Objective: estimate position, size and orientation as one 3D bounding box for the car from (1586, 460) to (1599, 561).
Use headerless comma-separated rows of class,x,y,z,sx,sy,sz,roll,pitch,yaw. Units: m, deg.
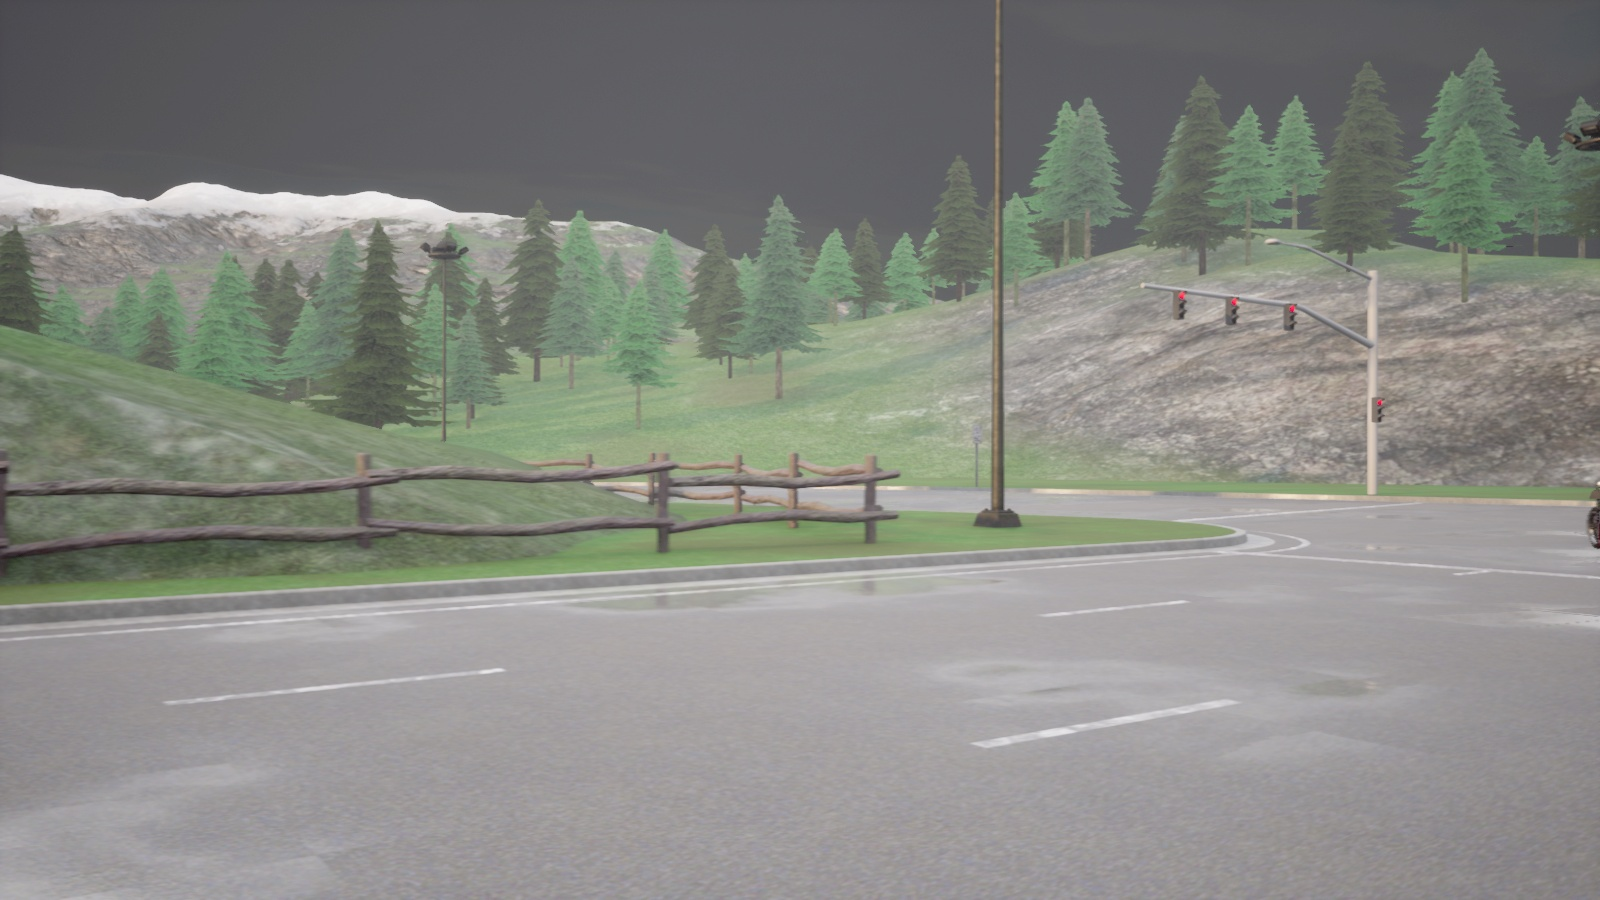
car,13.052,0.854,18.841,1.994,1.385,4.181,0,0,30
